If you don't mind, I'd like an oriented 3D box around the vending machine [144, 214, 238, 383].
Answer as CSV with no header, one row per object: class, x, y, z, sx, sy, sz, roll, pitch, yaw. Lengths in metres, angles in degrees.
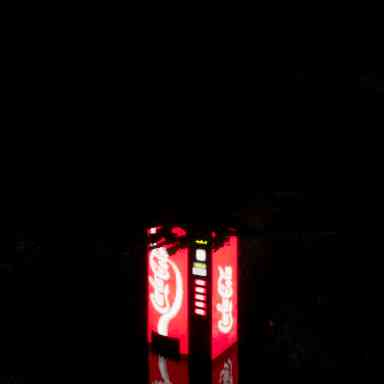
vending machine,0.012,1.415,4.824,0.880,2.100,1.100,0,0,35
